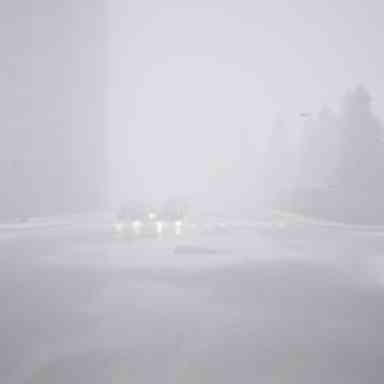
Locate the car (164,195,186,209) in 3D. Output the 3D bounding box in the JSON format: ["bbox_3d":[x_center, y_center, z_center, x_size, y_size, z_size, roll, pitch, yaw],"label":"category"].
[{"bbox_3d":[-2.630,1.473,50.181,2.150,2.045,5.566,0,0,-17],"label":"car"}]

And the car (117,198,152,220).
[{"bbox_3d":[-5.306,1.536,30.303,2.097,1.767,4.553,-1,0,3],"label":"car"}]

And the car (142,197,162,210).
[{"bbox_3d":[-5.972,1.627,48.976,2.097,1.767,4.553,0,0,-17],"label":"car"}]

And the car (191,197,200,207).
[{"bbox_3d":[-0.307,1.602,54.292,2.097,1.767,4.553,-1,0,-20],"label":"car"}]

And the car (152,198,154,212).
[{"bbox_3d":[-5.006,1.785,38.939,1.994,1.385,4.181,-1,0,1],"label":"car"}]

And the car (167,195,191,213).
[{"bbox_3d":[-1.477,1.414,39.540,2.150,2.045,5.566,0,0,0],"label":"car"}]

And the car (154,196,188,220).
[{"bbox_3d":[-1.817,1.504,29.979,2.097,1.767,4.553,-1,0,3],"label":"car"}]
